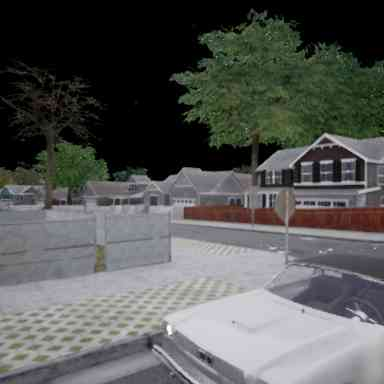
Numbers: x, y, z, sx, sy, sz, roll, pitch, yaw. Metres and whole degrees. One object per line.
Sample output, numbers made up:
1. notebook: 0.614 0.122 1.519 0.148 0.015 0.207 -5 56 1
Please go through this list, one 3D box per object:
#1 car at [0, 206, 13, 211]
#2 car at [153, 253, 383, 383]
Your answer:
1. car: -41.594 3.916 73.812 5.357 1.411 2.033 -2 -2 40
2. car: 1.912 1.594 4.322 4.718 1.301 1.895 0 0 -36
